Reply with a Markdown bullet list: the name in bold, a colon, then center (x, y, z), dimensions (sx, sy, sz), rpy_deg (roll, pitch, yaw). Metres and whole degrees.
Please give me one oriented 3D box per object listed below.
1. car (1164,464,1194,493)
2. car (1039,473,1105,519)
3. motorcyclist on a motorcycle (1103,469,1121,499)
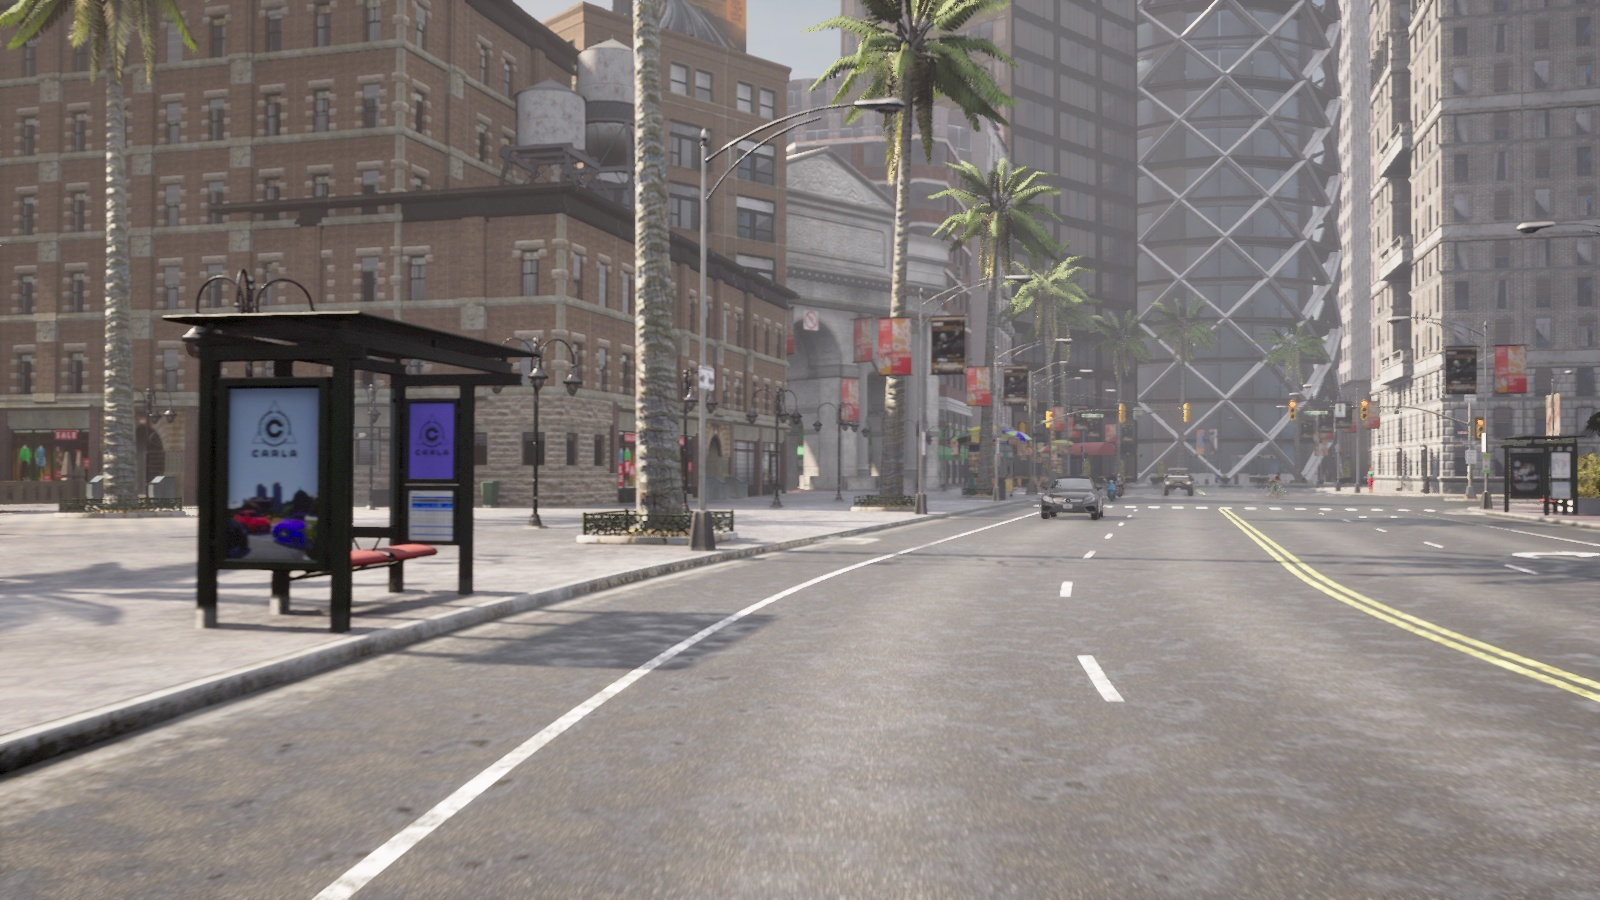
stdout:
- **car**: center (25.430, 1.922, 84.279), dimensions (1.905, 1.878, 3.866), rpy_deg (-1, -1, 17)
- **car**: center (9.282, 1.517, 42.569), dimensions (1.812, 1.442, 4.674), rpy_deg (-1, -1, 17)
- **motorcyclist on a motorcycle**: center (17.011, 1.846, 68.369), dimensions (0.866, 1.590, 1.817), rpy_deg (-1, -1, 17)
